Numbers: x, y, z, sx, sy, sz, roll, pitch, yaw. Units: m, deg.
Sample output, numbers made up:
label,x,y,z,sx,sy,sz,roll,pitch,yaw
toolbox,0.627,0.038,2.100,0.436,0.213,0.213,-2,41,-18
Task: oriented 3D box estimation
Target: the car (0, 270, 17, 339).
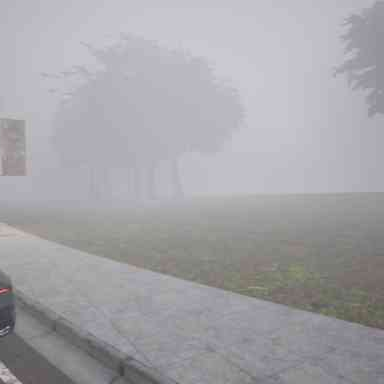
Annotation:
label,x,y,z,sx,sy,sz,roll,pitch,yaw
car,-4.554,1.512,5.633,1.837,1.490,4.892,-1,0,-45
